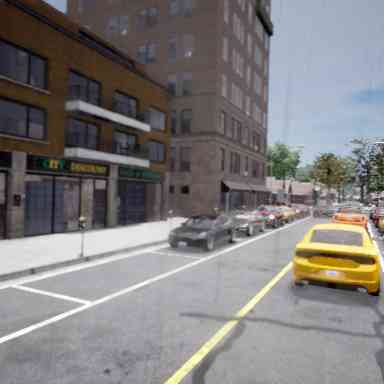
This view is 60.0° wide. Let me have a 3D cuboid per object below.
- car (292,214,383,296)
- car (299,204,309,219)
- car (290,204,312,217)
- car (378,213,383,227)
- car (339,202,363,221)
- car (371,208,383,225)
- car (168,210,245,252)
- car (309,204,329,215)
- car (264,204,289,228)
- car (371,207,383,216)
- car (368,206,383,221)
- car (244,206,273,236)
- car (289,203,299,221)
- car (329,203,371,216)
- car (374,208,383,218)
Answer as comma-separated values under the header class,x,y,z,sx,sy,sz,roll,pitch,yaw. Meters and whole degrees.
class,x,y,z,sx,sy,sz,roll,pitch,yaw
car,4.124,1.633,9.355,1.882,1.535,5.008,1,0,27
car,10.468,1.900,34.384,1.967,1.590,4.097,1,0,27
car,12.926,2.136,39.322,1.802,1.307,4.206,1,0,27
car,10.262,1.936,15.989,1.802,1.307,4.206,1,0,27
car,16.802,1.988,35.013,2.097,1.767,4.553,1,0,27
car,17.645,2.217,30.803,1.802,1.307,4.206,1,0,27
car,0.620,1.654,14.629,1.947,1.339,4.313,1,0,27
car,14.540,2.090,36.769,1.837,1.490,4.892,1,-1,27
car,5.545,1.712,24.506,1.967,1.590,4.097,1,0,27
car,15.185,2.086,25.866,1.887,1.381,4.507,1,0,27
car,20.106,2.295,35.742,1.947,1.339,4.313,1,0,27
car,3.081,1.730,19.567,2.008,1.369,4.403,1,0,27
car,7.928,1.888,29.292,1.752,1.417,4.829,1,0,27
car,11.095,1.769,23.339,2.097,1.767,4.553,1,0,26
car,12.800,1.976,21.080,1.752,1.417,4.829,1,0,27
